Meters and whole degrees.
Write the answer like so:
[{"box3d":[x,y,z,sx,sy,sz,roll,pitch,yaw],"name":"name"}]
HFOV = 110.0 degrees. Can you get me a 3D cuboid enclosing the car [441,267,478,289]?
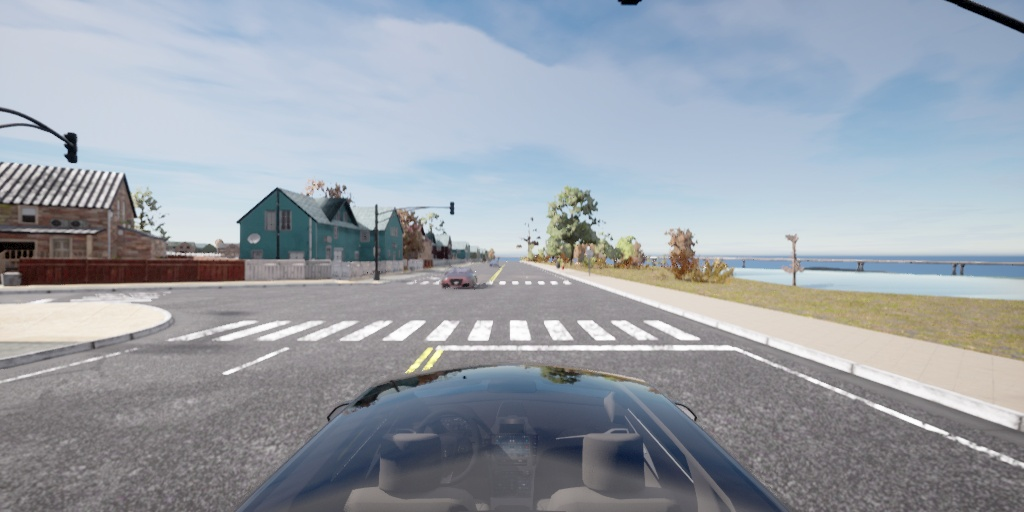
[{"box3d":[-3.343,1.413,23.458,1.994,1.385,4.181,0,0,0],"name":"car"}]
